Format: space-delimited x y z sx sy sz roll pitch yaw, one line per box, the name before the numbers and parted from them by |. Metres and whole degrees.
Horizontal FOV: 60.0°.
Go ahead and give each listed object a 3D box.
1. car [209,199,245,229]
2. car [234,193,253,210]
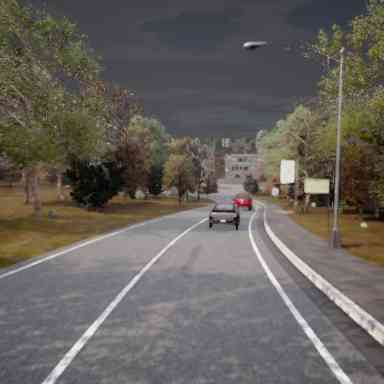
car | 2.213 1.476 21.779 2.128 1.511 4.902 1 0 9
car | 6.528 1.208 42.333 2.150 2.045 5.566 1 0 13
